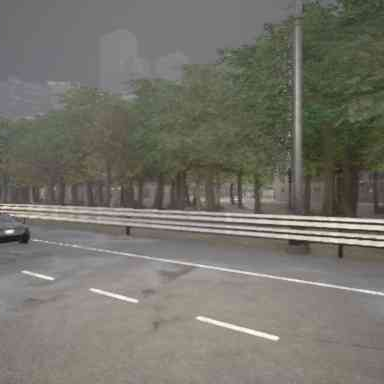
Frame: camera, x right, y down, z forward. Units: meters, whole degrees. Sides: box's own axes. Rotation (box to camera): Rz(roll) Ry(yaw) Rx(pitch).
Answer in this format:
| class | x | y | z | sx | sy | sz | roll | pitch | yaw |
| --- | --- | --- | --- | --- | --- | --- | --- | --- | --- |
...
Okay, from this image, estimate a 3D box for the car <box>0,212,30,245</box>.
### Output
| class | x | y | z | sx | sy | sz | roll | pitch | yaw |
| --- | --- | --- | --- | --- | --- | --- | --- | --- | --- |
| car | -8.950 | 1.573 | 14.555 | 4.181 | 1.385 | 1.994 | 0 | 0 | 36 |
